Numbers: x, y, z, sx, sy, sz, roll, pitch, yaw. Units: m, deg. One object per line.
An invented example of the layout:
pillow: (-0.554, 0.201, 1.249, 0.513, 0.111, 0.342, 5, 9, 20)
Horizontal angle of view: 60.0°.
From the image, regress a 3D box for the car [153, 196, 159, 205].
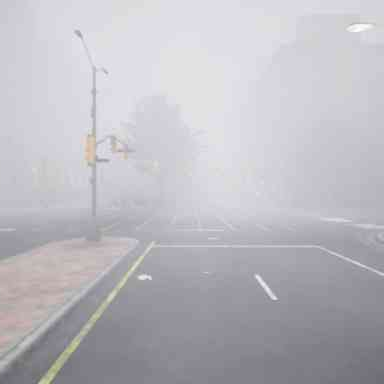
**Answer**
car: (-7.995, 1.679, 63.168, 1.812, 1.442, 4.674, 0, 0, 1)

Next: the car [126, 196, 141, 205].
car: (-11.476, 1.650, 65.253, 2.128, 1.511, 4.902, 0, 0, 0)

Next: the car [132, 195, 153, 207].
car: (-8.052, 1.696, 54.650, 1.994, 1.385, 4.181, 0, 0, 1)

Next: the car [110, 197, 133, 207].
car: (-11.548, 1.626, 55.331, 2.128, 1.511, 4.902, 0, 0, 0)

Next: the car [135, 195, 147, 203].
car: (-11.472, 1.537, 75.265, 2.097, 1.767, 4.553, 0, 0, 0)

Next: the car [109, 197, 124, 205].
car: (-14.725, 1.753, 65.131, 1.895, 1.301, 4.718, 0, 0, 0)
